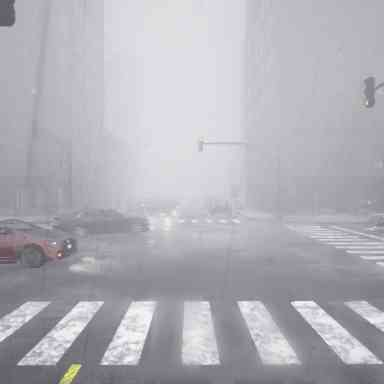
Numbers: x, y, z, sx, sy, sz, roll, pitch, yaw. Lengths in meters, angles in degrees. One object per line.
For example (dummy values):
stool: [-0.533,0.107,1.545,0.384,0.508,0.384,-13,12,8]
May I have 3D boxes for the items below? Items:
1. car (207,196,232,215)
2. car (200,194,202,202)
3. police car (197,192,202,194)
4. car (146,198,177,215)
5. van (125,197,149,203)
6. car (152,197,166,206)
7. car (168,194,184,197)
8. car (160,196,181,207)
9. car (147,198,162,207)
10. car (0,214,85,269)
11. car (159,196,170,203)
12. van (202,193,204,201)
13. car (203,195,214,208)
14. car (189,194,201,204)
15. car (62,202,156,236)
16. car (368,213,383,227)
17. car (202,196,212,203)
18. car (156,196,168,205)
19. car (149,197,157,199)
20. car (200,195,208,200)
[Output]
car: [2.839,1.442,33.348,1.967,1.590,4.097,0,0,0]
car: [2.989,1.527,61.863,1.752,1.417,4.829,0,0,0]
police car: [2.781,1.420,79.454,1.930,1.638,5.238,0,0,0]
car: [-2.929,1.602,33.164,1.895,1.301,4.718,0,0,3]
van: [-5.687,1.343,33.390,1.690,1.788,3.998,0,0,0]
car: [-5.567,1.568,56.063,1.947,1.339,4.313,0,0,0]
car: [-2.811,1.550,53.837,2.033,1.411,5.357,0,0,1]
car: [-2.875,1.603,43.147,1.895,1.301,4.718,0,0,1]
car: [-5.597,1.585,50.395,1.802,1.307,4.206,0,0,0]
car: [-5.918,1.560,10.631,4.181,1.385,1.994,0,0,0]
car: [-5.507,1.566,67.400,1.947,1.339,4.313,0,0,0]
van: [2.958,1.343,56.024,1.690,1.788,3.998,0,0,0]
car: [2.899,1.443,44.686,1.967,1.590,4.097,0,0,0]
car: [0.439,1.548,63.294,2.033,1.411,5.357,0,0,0]
car: [-4.570,1.503,16.995,4.892,1.490,1.837,0,1,-33]
car: [13.642,1.615,20.676,4.718,1.301,1.895,0,0,0]
car: [3.019,1.551,67.363,2.008,1.369,4.403,0,0,0]
car: [-5.538,1.527,61.561,1.752,1.417,4.829,0,0,0]
car: [-5.657,1.442,39.059,1.967,1.590,4.097,0,0,0]
car: [3.138,1.557,90.040,1.947,1.339,4.313,0,0,0]
